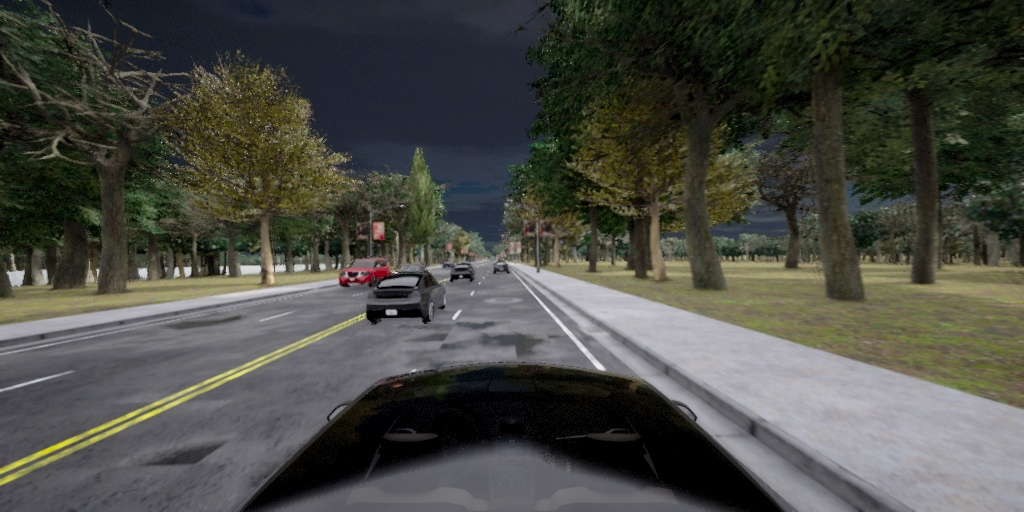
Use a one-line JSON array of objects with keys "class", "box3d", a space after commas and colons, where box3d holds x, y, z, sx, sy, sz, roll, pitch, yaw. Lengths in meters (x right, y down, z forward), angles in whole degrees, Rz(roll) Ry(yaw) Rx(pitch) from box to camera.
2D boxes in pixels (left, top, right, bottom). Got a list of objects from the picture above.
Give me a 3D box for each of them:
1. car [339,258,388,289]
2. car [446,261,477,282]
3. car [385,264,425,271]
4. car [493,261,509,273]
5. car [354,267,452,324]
[{"class": "car", "box3d": [-10.648, 1.197, 26.450, 2.150, 2.045, 5.566, -1, 0, -2]}, {"class": "car", "box3d": [-4.086, 1.365, 30.458, 1.837, 1.490, 4.892, -1, 0, -2]}, {"class": "car", "box3d": [-7.398, 1.406, 26.679, 2.128, 1.511, 4.902, -1, 0, -2]}, {"class": "car", "box3d": [-1.329, 1.374, 44.453, 1.812, 1.442, 4.674, -1, 0, -2]}, {"class": "car", "box3d": [-3.446, 1.326, 12.397, 1.837, 1.490, 4.892, -1, 0, -2]}]
